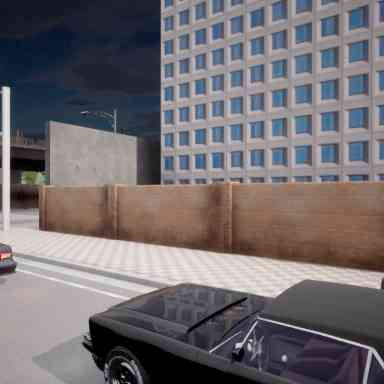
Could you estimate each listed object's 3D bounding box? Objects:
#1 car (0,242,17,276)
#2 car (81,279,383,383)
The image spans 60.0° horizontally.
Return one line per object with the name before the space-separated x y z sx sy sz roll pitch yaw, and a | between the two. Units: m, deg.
car | -6.747 1.547 8.804 5.357 1.411 2.033 0 0 36
car | 1.059 1.601 3.229 4.718 1.301 1.895 0 0 36
